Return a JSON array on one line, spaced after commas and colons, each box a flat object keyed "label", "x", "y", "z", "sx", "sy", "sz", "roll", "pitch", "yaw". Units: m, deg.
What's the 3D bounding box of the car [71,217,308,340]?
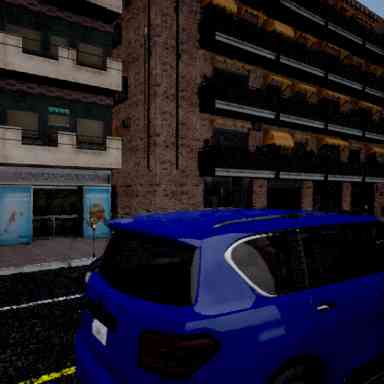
[{"label": "car", "x": 0.151, "y": 1.492, "z": 7.350, "sx": 4.902, "sy": 1.511, "sz": 2.128, "roll": 0, "pitch": 0, "yaw": -36}]

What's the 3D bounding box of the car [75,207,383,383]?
[{"label": "car", "x": 1.408, "y": 1.224, "z": 4.317, "sx": 5.566, "sy": 2.045, "sz": 2.150, "roll": 0, "pitch": 0, "yaw": -36}]

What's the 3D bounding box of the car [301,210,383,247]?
[{"label": "car", "x": 7.172, "y": 1.583, "z": 15.538, "sx": 4.206, "sy": 1.307, "sz": 1.802, "roll": 0, "pitch": 0, "yaw": -35}]
